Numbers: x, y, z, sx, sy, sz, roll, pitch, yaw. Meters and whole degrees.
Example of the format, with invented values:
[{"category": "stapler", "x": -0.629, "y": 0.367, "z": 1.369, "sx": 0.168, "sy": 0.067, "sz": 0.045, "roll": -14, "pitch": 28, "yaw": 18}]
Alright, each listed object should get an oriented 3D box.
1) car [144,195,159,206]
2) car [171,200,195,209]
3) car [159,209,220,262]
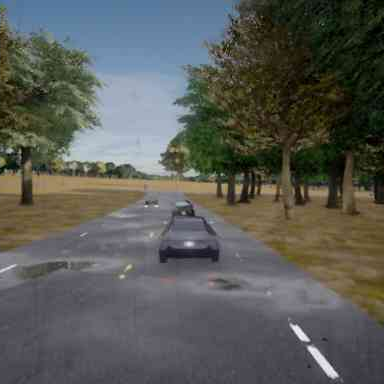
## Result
[{"category": "car", "x": -5.922, "y": 1.174, "z": 49.113, "sx": 1.837, "sy": 1.490, "sz": 4.892, "roll": 0, "pitch": 1, "yaw": -4}, {"category": "car", "x": -0.760, "y": 1.387, "z": 27.537, "sx": 1.812, "sy": 1.442, "sz": 4.674, "roll": 0, "pitch": 0, "yaw": -3}, {"category": "car", "x": -0.120, "y": 1.535, "z": 12.041, "sx": 1.994, "sy": 1.385, "sz": 4.181, "roll": 0, "pitch": 0, "yaw": -1}]
